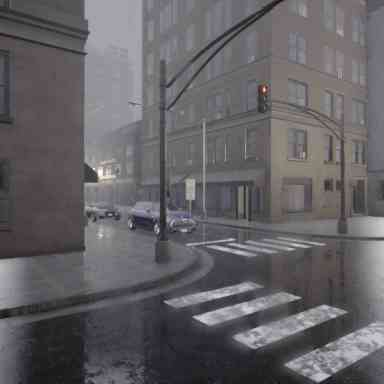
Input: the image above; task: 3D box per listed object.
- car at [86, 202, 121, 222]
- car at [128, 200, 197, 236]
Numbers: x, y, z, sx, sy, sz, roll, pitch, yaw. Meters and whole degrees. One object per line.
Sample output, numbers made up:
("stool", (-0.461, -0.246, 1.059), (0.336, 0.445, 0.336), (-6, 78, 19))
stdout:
("car", (-6.991, 1.433, 25.336), (1.994, 1.385, 4.181), (0, 0, -35))
("car", (-1.692, 1.269, 17.936), (2.097, 1.767, 4.553), (0, 0, -36))
